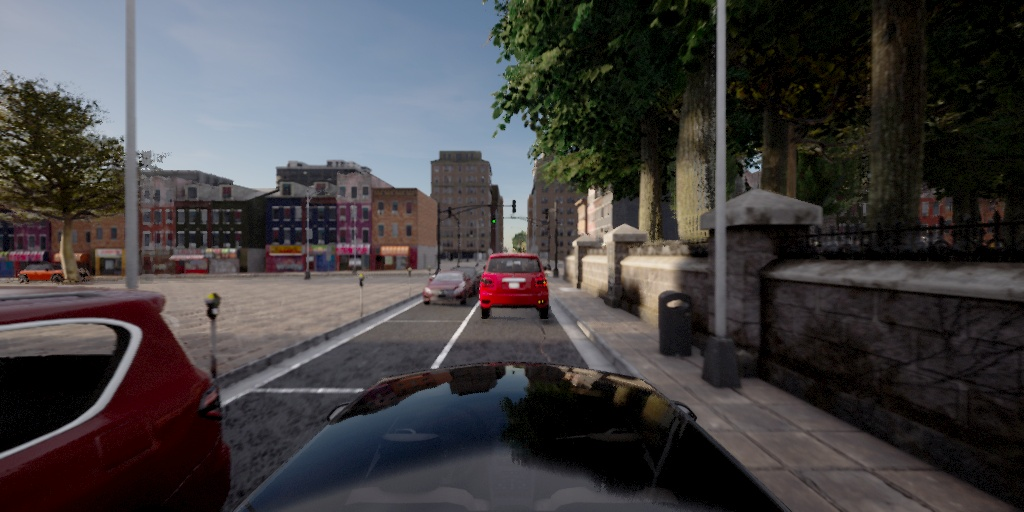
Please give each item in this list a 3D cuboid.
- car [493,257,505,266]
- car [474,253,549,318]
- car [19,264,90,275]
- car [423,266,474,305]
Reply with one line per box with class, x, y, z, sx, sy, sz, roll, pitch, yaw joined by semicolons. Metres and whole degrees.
car;-2.237;0.974;62.516;1.837;1.490;4.892;0;0;0
car;0.104;0.921;12.920;2.150;2.045;5.566;0;0;1
car;-40.840;1.510;32.106;4.553;1.767;2.097;-1;0;0
car;-2.638;1.270;15.605;1.802;1.307;4.207;0;0;0
